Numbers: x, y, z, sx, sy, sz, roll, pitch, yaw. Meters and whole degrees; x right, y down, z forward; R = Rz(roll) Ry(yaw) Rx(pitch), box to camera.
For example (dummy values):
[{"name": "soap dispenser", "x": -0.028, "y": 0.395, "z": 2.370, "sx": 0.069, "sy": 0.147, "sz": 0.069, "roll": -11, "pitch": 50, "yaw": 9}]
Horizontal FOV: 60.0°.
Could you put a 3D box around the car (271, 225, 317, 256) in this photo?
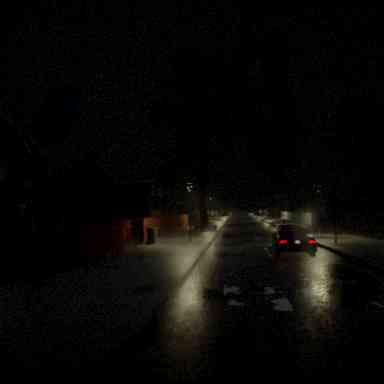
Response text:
[{"name": "car", "x": 5.154, "y": 2.387, "z": 17.174, "sx": 2.033, "sy": 1.411, "sz": 5.357, "roll": -1, "pitch": -3, "yaw": 11}]
